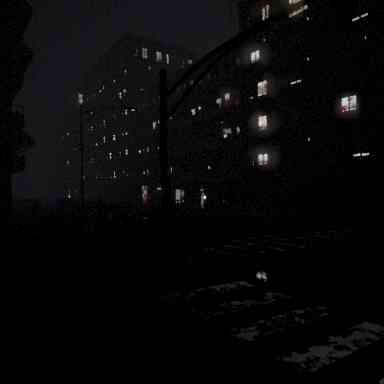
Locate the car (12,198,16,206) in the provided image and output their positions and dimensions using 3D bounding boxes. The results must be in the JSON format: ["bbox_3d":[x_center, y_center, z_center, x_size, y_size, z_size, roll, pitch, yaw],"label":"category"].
[{"bbox_3d":[-31.620,1.781,59.935,1.887,1.381,4.507,-1,1,-36],"label":"car"}]

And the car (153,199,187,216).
[{"bbox_3d":[-2.272,1.438,33.295,1.967,1.590,4.097,-1,1,-36],"label":"car"}]

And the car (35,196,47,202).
[{"bbox_3d":[-37.680,1.725,82.816,1.887,1.381,4.507,-1,1,-36],"label":"car"}]

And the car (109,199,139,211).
[{"bbox_3d":[-8.709,1.579,42.299,2.008,1.369,4.403,-1,1,-36],"label":"car"}]

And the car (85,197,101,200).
[{"bbox_3d":[-15.149,1.499,51.302,1.967,1.590,4.097,-1,1,-36],"label":"car"}]

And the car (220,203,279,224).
[{"bbox_3d":[4.068,1.495,24.431,1.752,1.417,4.829,-1,1,-36],"label":"car"}]

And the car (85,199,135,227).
[{"bbox_3d":[-5.870,1.551,23.920,1.967,1.590,4.097,-1,1,-36],"label":"car"}]

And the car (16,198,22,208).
[{"bbox_3d":[-25.182,1.768,50.931,1.947,1.339,4.313,-1,1,-36],"label":"car"}]

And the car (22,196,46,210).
[{"bbox_3d":[-21.965,1.626,46.428,1.967,1.590,4.097,-1,1,-36],"label":"car"}]

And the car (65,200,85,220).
[{"bbox_3d":[-8.988,1.650,28.284,1.752,1.417,4.829,-1,1,-36],"label":"car"}]

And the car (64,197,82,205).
[{"bbox_3d":[-21.585,1.642,60.307,2.008,1.369,4.403,-1,1,-36],"label":"car"}]

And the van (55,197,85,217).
[{"bbox_3d":[-12.309,1.481,32.922,1.690,1.788,3.998,-1,1,-36],"label":"van"}]

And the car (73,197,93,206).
[{"bbox_3d":[-18.366,1.641,55.804,1.947,1.339,4.313,-1,1,-36],"label":"car"}]
